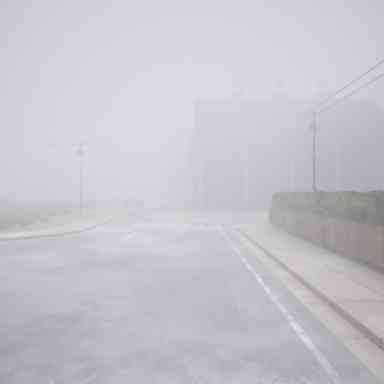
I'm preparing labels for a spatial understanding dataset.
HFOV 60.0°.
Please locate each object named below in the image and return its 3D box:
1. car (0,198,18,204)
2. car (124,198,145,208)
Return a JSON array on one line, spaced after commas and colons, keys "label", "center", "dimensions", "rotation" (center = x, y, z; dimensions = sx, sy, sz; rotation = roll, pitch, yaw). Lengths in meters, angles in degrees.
[{"label": "car", "center": [-26.733, 1.630, 46.265], "dimensions": [4.892, 1.490, 1.837], "rotation": [0, 0, 0]}, {"label": "car", "center": [-8.728, 1.631, 50.840], "dimensions": [2.128, 1.511, 4.902], "rotation": [0, 0, 12]}]
